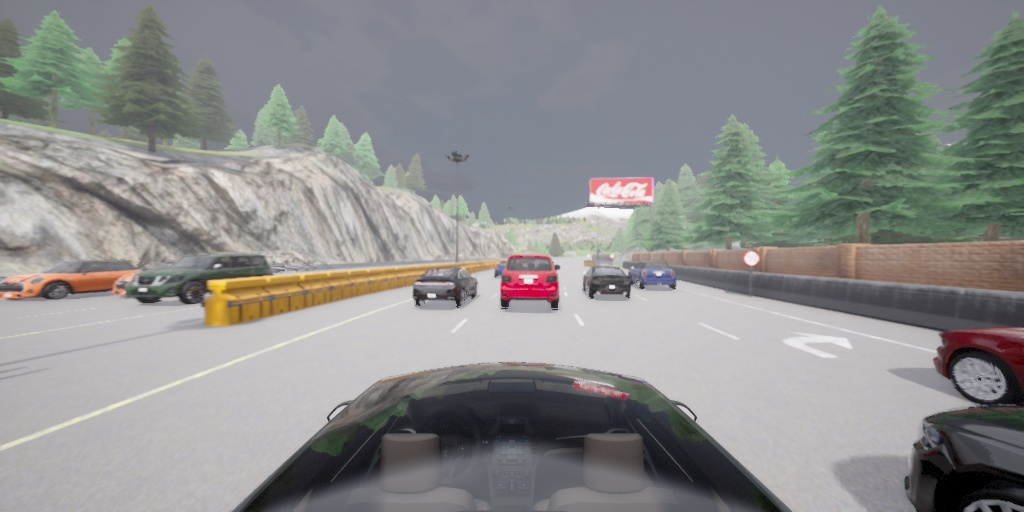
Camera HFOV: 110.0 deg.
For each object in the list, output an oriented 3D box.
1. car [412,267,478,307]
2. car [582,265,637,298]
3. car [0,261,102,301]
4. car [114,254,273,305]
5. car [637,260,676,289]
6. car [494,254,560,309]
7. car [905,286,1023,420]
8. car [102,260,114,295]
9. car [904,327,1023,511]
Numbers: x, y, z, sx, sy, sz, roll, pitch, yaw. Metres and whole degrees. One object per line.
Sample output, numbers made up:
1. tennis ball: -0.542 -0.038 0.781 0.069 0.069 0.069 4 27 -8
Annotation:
1. car: -2.665 1.202 15.234 2.128 1.511 4.902 0 0 5
2. car: 4.695 1.202 18.251 1.882 1.535 5.008 0 0 6
3. car: -20.286 1.007 16.806 2.097 1.767 4.553 0 0 5
4. car: -13.379 0.901 15.989 2.150 2.045 5.566 0 0 5
5. car: 8.799 1.078 22.946 2.097 1.767 4.553 0 0 7
6. car: 0.811 0.943 14.892 2.150 2.045 5.566 0 0 5
7. car: 7.179 1.245 3.197 1.882 1.535 5.008 0 0 1
8. car: -16.670 1.015 17.941 2.097 1.767 4.553 0 0 6
9. car: 3.664 1.255 0.428 2.128 1.511 4.902 0 0 -1
